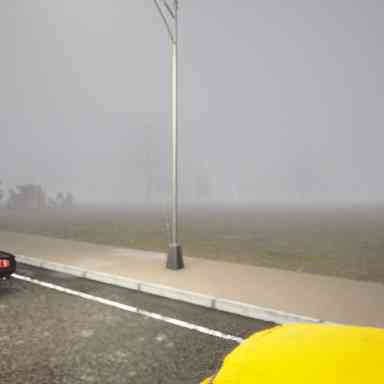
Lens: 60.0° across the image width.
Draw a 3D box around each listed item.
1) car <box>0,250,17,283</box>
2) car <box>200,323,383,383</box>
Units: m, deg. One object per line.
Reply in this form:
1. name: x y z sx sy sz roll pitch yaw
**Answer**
1. car: -6.320 1.600 8.067 4.718 1.301 1.895 0 0 35
2. car: 2.506 1.456 1.774 5.366 1.575 1.801 0 0 35
